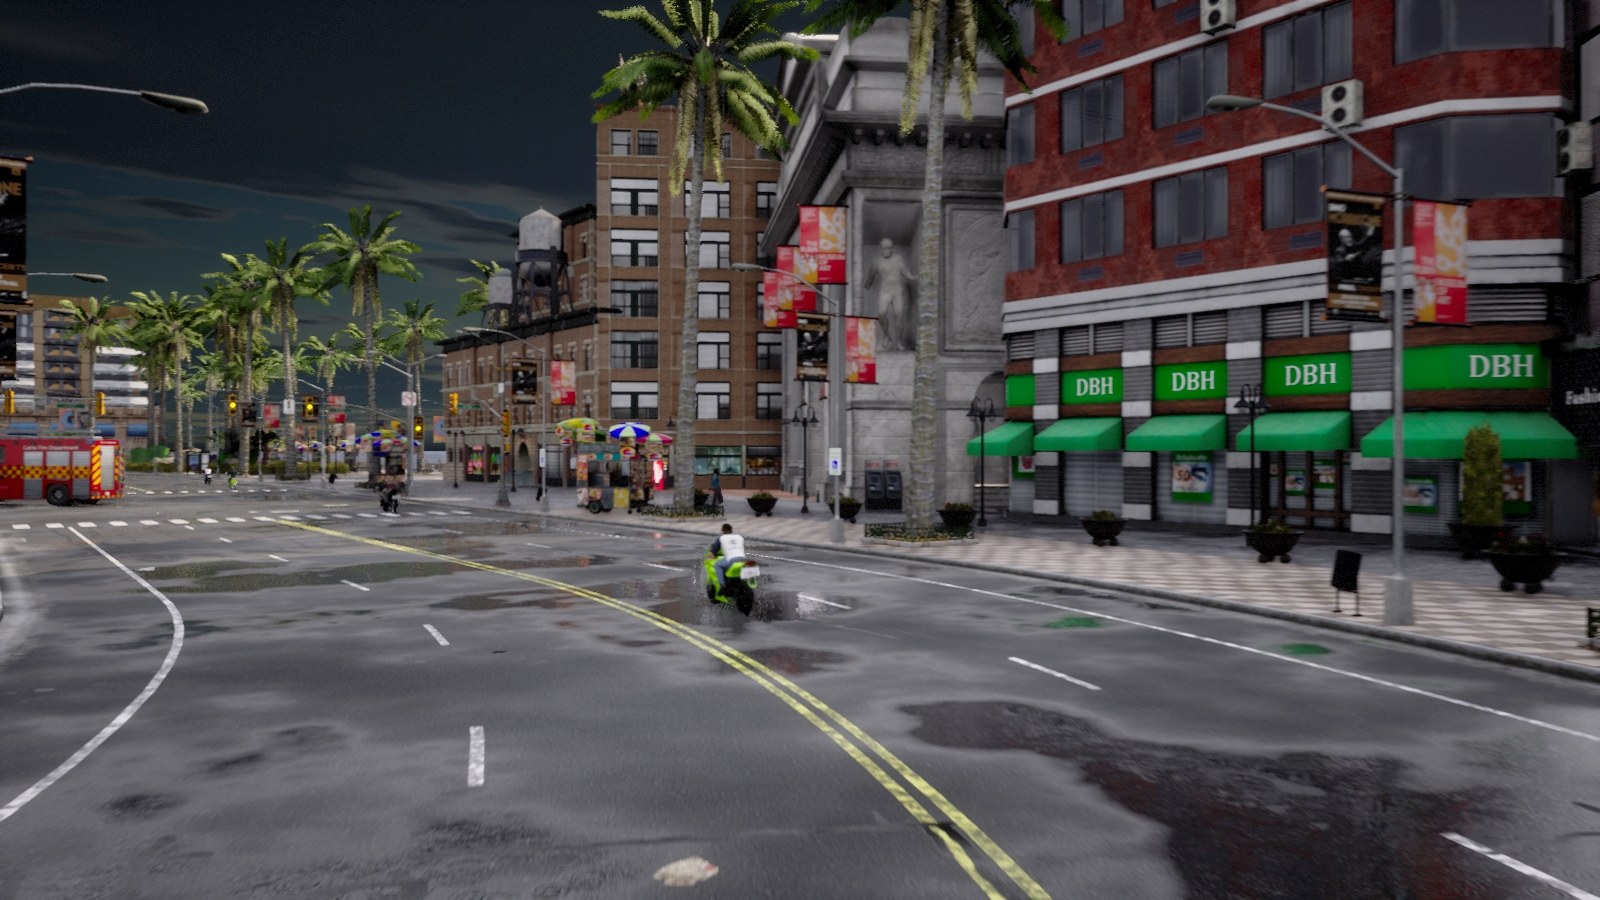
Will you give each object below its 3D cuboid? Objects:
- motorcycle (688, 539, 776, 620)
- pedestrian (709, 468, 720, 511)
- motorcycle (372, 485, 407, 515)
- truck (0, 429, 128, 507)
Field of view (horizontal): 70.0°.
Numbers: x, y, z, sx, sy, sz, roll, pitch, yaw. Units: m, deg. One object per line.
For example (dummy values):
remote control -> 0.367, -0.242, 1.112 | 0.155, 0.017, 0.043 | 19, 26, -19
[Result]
motorcycle -> -1.206, 2.213, 19.824 | 0.803, 1.145, 2.033 | -1, 0, -26
pedestrian -> -3.679, 1.699, 49.312 | 0.375, 1.860, 0.375 | 0, 0, 17
motorcycle -> -18.371, 2.211, 51.071 | 0.867, 1.251, 2.209 | 0, 0, -36
truck -> -39.227, 0.903, 57.989 | 8.468, 3.827, 2.891 | 0, 0, -1
